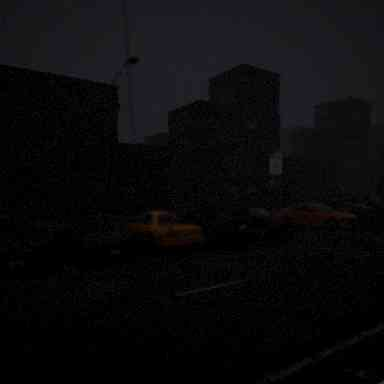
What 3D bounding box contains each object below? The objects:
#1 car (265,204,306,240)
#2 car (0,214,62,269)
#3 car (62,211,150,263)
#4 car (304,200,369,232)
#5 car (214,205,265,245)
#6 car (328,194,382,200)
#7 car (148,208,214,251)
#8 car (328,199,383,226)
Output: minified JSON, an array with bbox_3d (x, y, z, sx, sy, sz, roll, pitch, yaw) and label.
[{"bbox_3d":[2.966,1.458,17.107,2.097,1.535,5.008,0,0,-35],"label":"car"},{"bbox_3d":[-6.024,1.503,10.784,2.163,1.488,4.792,0,0,-35],"label":"car"},{"bbox_3d":[-3.747,1.498,12.374,2.163,1.488,4.792,0,0,-35],"label":"car"},{"bbox_3d":[7.612,1.450,20.366,2.097,1.535,5.008,0,0,-35],"label":"car"},{"bbox_3d":[0.776,1.491,15.605,2.163,1.488,4.792,0,0,-35],"label":"car"},{"bbox_3d":[12.178,1.190,23.535,2.435,2.045,5.566,0,0,-35],"label":"car"},{"bbox_3d":[-1.591,1.462,14.142,1.946,1.575,5.366,0,0,-35],"label":"car"},{"bbox_3d":[9.893,1.447,21.955,2.231,1.521,4.892,0,0,-35],"label":"car"}]
